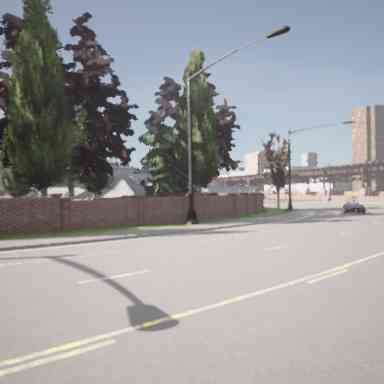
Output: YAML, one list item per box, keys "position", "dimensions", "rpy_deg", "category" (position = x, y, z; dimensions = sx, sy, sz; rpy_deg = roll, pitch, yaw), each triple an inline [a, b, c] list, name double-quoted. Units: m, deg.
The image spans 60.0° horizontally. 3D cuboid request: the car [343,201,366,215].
- position: [17.828, 1.735, 36.643]
  dimensions: [1.994, 1.385, 4.181]
  rpy_deg: [-1, -1, 20]
  category: "car"
